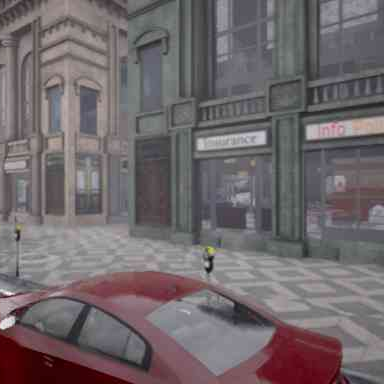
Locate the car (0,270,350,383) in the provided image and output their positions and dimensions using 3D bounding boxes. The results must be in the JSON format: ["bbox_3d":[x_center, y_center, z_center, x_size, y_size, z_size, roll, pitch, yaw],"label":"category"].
[{"bbox_3d":[-0.796,1.546,3.535,4.507,1.381,1.887,0,0,35],"label":"car"}]
